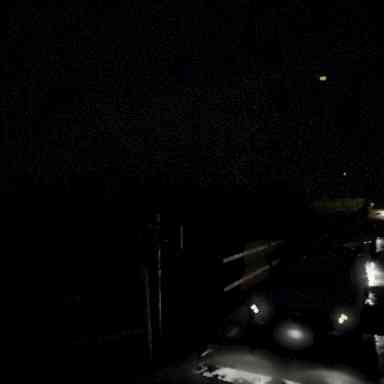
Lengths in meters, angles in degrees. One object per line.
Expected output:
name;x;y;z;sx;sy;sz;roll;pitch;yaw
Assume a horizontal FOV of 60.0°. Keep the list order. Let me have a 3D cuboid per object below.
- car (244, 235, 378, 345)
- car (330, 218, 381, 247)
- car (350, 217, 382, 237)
car;2.940;1.964;7.587;2.033;1.411;5.357;-4;-4;30
car;8.165;2.294;16.618;2.128;1.511;4.902;-4;-4;30
car;14.104;2.788;26.850;1.994;1.385;4.181;-4;-4;30
